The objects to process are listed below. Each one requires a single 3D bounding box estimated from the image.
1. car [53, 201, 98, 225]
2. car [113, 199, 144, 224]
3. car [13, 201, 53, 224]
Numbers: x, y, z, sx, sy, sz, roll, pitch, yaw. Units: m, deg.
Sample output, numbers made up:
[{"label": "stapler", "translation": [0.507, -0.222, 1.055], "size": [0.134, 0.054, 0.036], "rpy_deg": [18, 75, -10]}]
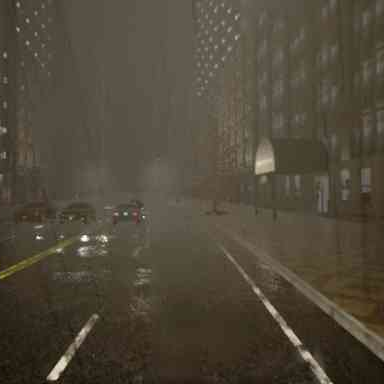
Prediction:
[{"label": "car", "translation": [-7.947, 1.432, 23.563], "size": [1.837, 1.490, 4.892], "rpy_deg": [0, 0, -6]}, {"label": "car", "translation": [-4.569, 1.473, 24.033], "size": [2.033, 1.411, 5.357], "rpy_deg": [0, 0, -6]}, {"label": "car", "translation": [-11.290, 1.398, 24.377], "size": [1.882, 1.535, 5.008], "rpy_deg": [0, 0, -6]}]
